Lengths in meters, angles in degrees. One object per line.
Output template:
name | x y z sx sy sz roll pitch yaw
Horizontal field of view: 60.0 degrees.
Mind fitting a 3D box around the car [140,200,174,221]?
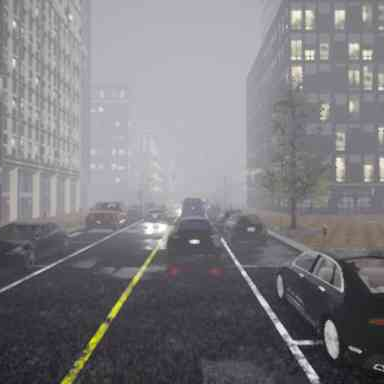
car | -3.093 1.808 30.311 2.128 1.511 4.902 0 -1 0

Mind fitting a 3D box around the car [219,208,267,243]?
car | 2.664 1.742 17.059 1.947 1.339 4.313 0 -1 0

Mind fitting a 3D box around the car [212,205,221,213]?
car | 2.665 1.802 22.748 1.947 1.339 4.313 0 -1 0

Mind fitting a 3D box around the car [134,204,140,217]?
car | -5.681 1.903 34.154 1.887 1.381 4.507 0 -1 0

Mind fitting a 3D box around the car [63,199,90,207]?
car | -22.947 2.173 66.306 4.829 1.417 1.752 0 -1 0

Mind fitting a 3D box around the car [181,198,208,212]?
car | 0.104 1.560 32.398 2.150 2.045 5.566 0 -1 0

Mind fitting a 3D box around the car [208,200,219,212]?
car | 2.667 2.001 39.814 1.802 1.307 4.206 0 -1 0

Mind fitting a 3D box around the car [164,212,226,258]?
car | 0.094 1.702 13.438 1.994 1.385 4.181 0 -1 0

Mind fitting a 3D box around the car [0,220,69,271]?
car | -5.684 1.683 11.398 1.947 1.339 4.313 0 -1 0

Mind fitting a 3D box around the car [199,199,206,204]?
car | 2.708 2.527 90.458 1.752 1.417 4.829 0 -1 0

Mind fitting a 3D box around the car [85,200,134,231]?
car | -5.681 1.551 22.778 2.192 1.841 5.009 0 -1 0

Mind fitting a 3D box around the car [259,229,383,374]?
car | 2.664 1.610 5.682 2.008 1.369 4.403 0 -1 0

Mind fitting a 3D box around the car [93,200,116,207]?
car | -17.455 2.240 66.317 4.206 1.307 1.802 0 -1 0

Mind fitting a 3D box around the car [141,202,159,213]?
car | -5.679 2.048 45.530 1.947 1.339 4.313 0 -1 0
